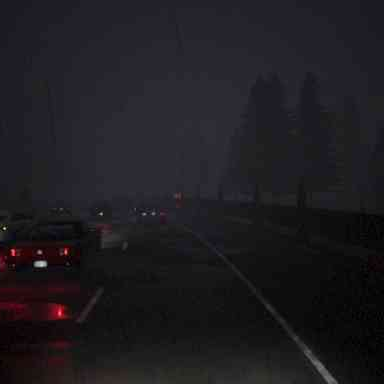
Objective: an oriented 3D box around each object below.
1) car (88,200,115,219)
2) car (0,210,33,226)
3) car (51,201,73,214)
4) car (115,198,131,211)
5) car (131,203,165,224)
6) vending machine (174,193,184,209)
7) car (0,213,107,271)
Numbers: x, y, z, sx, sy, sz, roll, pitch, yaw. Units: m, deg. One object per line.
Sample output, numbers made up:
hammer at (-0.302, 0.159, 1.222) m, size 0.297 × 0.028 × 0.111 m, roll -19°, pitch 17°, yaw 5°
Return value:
car at (-8.034, 1.516, 29.275) m, size 1.837 × 1.490 × 4.892 m, roll 0°, pitch 0°, yaw -16°
car at (-8.304, 1.542, 14.865) m, size 1.812 × 1.442 × 4.674 m, roll 0°, pitch 0°, yaw -9°
car at (-12.713, 1.569, 32.605) m, size 2.033 × 1.411 × 5.357 m, roll 0°, pitch 0°, yaw -19°
car at (-8.959, 1.487, 42.005) m, size 1.882 × 1.535 × 5.008 m, roll 0°, pitch 0°, yaw -23°
car at (-3.236, 1.548, 25.120) m, size 2.033 × 1.411 × 5.357 m, roll 0°, pitch 0°, yaw -14°
vending machine at (-1.811, 1.186, 45.570) m, size 1.100 × 2.100 × 0.880 m, roll 0°, pitch 0°, yaw -23°
car at (-4.224, 1.608, 10.972) m, size 1.895 × 1.301 × 4.718 m, roll 0°, pitch 0°, yaw -6°
